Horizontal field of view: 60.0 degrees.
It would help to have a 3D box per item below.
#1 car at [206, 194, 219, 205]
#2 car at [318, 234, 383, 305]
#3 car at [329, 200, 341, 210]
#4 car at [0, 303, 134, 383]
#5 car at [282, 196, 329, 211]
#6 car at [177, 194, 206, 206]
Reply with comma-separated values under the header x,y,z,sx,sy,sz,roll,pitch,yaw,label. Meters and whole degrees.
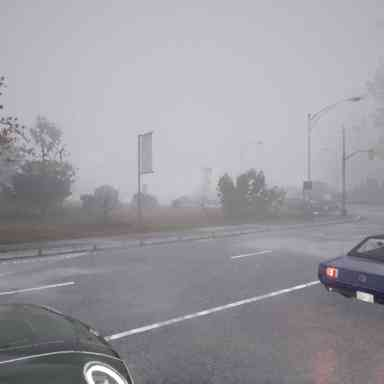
x,y,z,sx,sy,sz,roll,pitch,yaw,label
2.308,1.117,53.095,2.097,1.767,4.553,-1,0,-39,car
4.906,1.573,7.230,4.718,1.301,1.895,0,0,-35,car
14.419,1.247,37.937,2.128,1.511,4.902,-1,0,-39,car
-2.567,1.352,1.893,4.553,1.767,2.097,0,0,-36,car
11.698,1.291,35.704,1.837,1.490,4.892,-1,0,-38,car
-0.568,1.300,51.089,1.837,1.490,4.892,-1,0,-39,car
